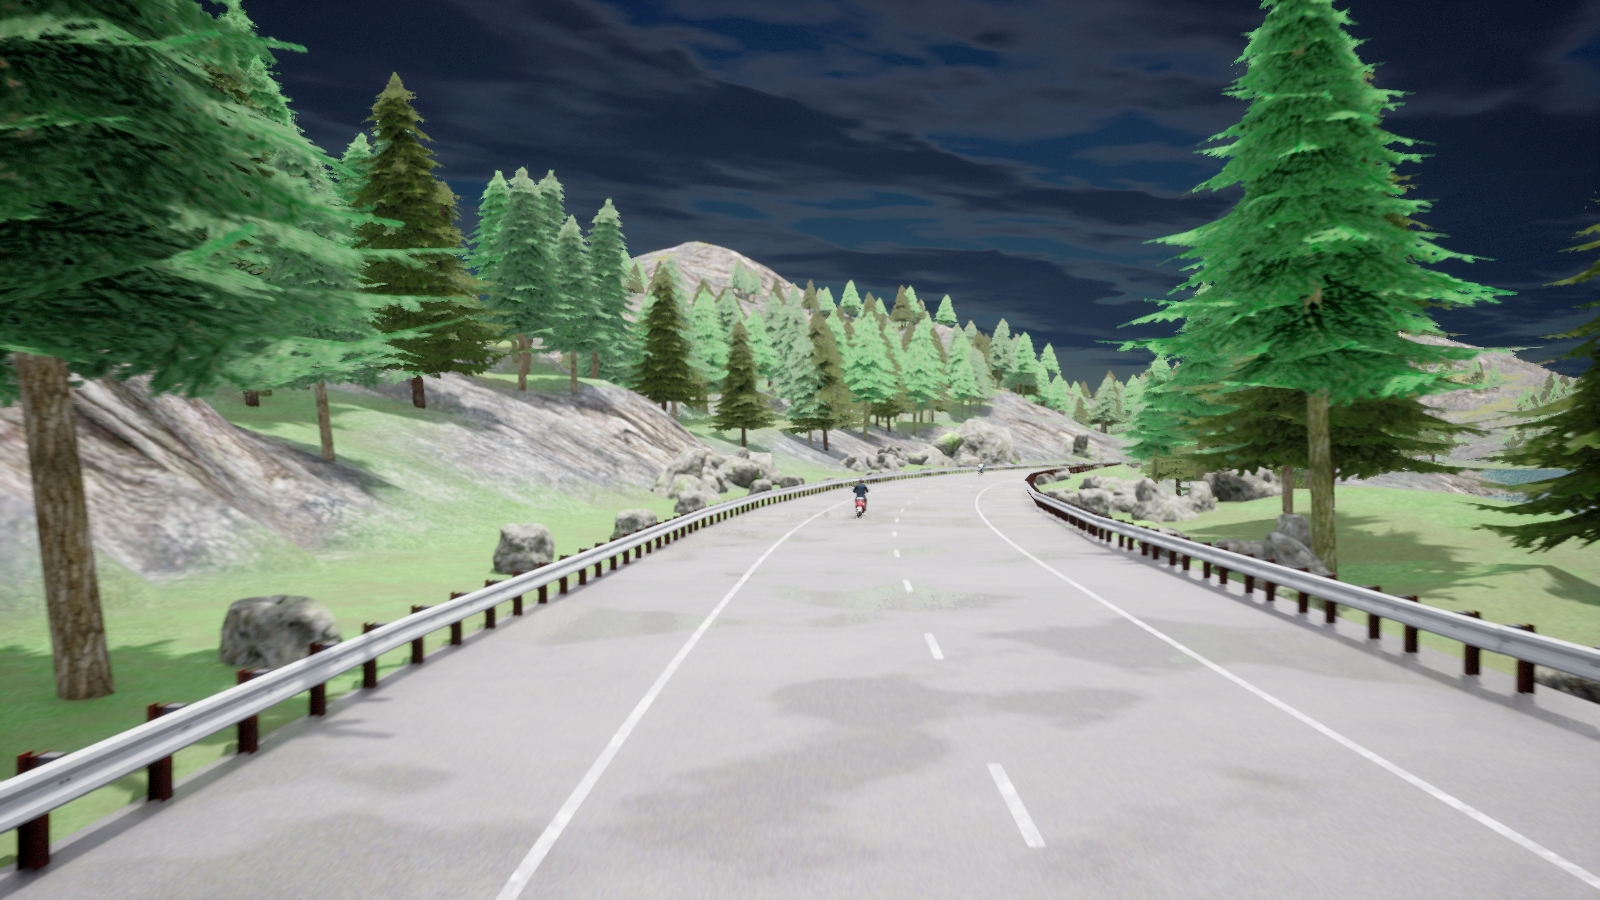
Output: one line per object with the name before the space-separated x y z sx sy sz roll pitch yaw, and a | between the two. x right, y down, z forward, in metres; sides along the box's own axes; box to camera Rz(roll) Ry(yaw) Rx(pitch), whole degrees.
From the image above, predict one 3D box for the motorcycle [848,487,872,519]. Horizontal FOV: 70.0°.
motorcycle | 2.526 2.182 47.668 0.856 1.236 1.805 1 0 7
